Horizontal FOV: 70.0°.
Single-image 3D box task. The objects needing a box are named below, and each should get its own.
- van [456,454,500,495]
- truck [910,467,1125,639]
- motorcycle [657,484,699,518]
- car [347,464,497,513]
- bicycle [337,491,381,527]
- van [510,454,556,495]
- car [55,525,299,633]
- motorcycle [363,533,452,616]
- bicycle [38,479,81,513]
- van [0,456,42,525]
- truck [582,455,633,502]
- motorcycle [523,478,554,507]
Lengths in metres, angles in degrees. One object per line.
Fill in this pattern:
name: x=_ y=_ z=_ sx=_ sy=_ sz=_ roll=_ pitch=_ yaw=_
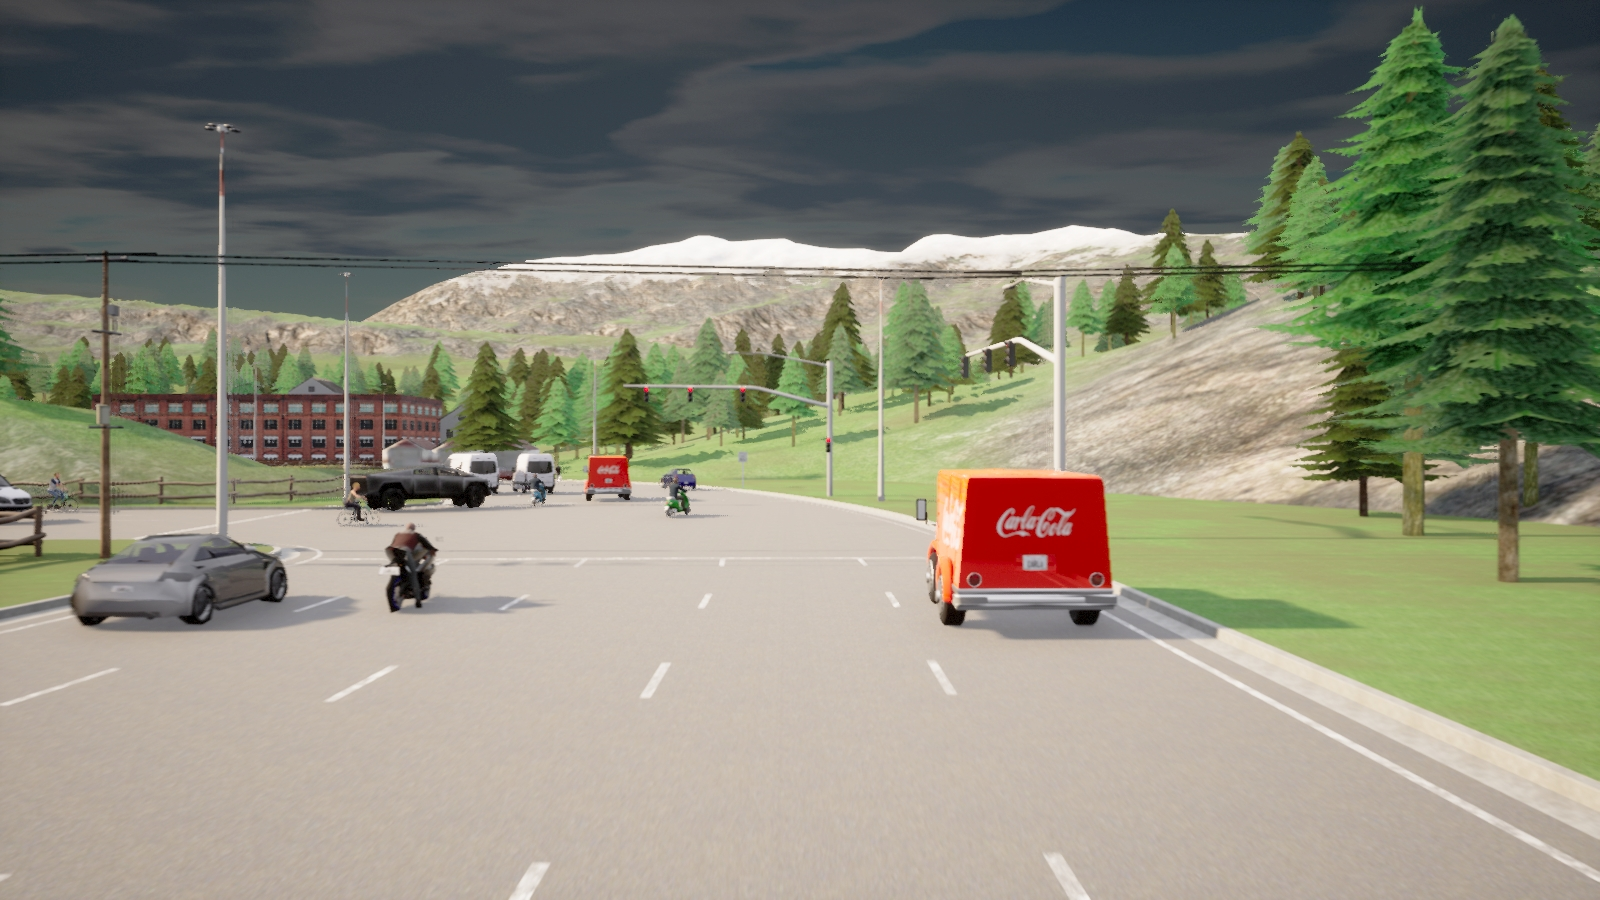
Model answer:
van: x=-21.031 y=1.534 z=74.383 sx=1.988 sy=2.561 sz=5.915 roll=0 pitch=0 yaw=-23
truck: x=3.476 y=1.568 z=19.518 sx=2.627 sy=2.467 sz=5.204 roll=0 pitch=0 yaw=-1
motorcycle: x=-5.141 y=2.142 z=48.187 sx=0.856 sy=1.316 sz=1.805 roll=-2 pitch=-1 yaw=28
car: x=-17.788 y=1.754 z=53.981 sx=6.274 sy=2.098 sz=2.390 roll=0 pitch=0 yaw=-42
bicycle: x=-16.189 y=2.158 z=41.909 sx=1.487 sy=1.276 sz=0.859 roll=0 pitch=-2 yaw=-23
van: x=-17.600 y=1.535 z=75.122 sx=1.988 sy=2.561 sz=5.915 roll=0 pitch=0 yaw=-22
car: x=-10.526 y=2.119 z=19.709 sx=1.994 sy=1.385 sz=4.181 roll=0 pitch=0 yaw=-1
motorcycle: x=-7.047 y=2.205 z=20.639 sx=0.867 sy=1.251 sz=2.209 roll=0 pitch=0 yaw=-1
bicycle: x=-32.929 y=2.056 z=50.816 sx=1.643 sy=1.496 sz=0.373 roll=0 pitch=0 yaw=-1
van: x=-32.712 y=1.534 z=43.811 sx=5.915 sy=2.561 sz=1.988 roll=0 pitch=0 yaw=-1
truck: x=-11.061 y=1.573 z=65.352 sx=2.627 sy=2.467 sz=5.204 roll=0 pitch=0 yaw=-12
motorcycle: x=-13.111 y=2.142 z=57.395 sx=0.856 sy=1.316 sz=1.805 roll=-7 pitch=-1 yaw=5
